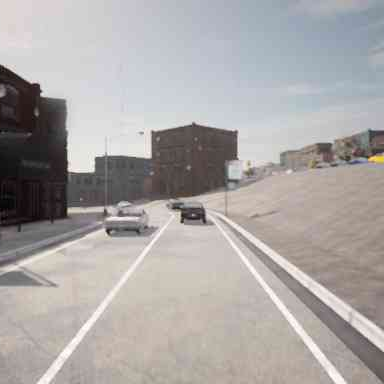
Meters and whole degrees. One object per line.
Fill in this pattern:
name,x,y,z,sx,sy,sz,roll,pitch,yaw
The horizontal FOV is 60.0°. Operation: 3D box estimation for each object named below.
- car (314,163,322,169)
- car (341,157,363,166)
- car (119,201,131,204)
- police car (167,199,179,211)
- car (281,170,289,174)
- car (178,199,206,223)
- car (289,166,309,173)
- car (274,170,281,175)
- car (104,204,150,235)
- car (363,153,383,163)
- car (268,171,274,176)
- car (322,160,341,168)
car,21.736,-4.036,54.834,2.231,1.521,4.892,0,1,-1
car,22.097,-3.822,43.775,2.002,1.452,4.674,0,1,-2
car,-12.037,2.415,59.804,1.812,1.442,4.674,-1,-2,-30
police car,-2.151,1.760,45.273,1.930,1.638,5.238,0,-1,-15
car,21.380,-4.190,71.265,2.002,1.452,4.674,0,1,-1
car,0.086,1.527,26.232,1.882,1.535,5.008,0,-1,0
car,21.499,-4.292,65.771,2.185,1.767,4.553,0,1,-1
car,21.257,-4.421,76.937,2.185,1.767,4.553,0,1,-1
car,-3.608,1.606,19.100,1.895,1.301,4.718,0,0,0
car,22.449,-3.760,38.238,2.097,1.535,5.008,0,1,-4
car,21.137,-4.481,82.456,2.185,1.767,4.553,0,1,-1
car,21.864,-3.958,49.317,2.231,1.521,4.892,0,1,-1
